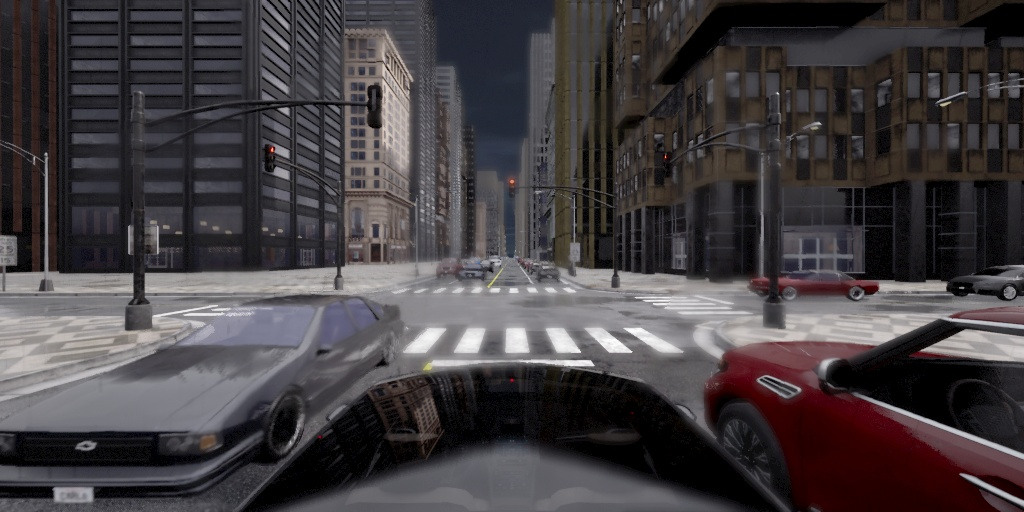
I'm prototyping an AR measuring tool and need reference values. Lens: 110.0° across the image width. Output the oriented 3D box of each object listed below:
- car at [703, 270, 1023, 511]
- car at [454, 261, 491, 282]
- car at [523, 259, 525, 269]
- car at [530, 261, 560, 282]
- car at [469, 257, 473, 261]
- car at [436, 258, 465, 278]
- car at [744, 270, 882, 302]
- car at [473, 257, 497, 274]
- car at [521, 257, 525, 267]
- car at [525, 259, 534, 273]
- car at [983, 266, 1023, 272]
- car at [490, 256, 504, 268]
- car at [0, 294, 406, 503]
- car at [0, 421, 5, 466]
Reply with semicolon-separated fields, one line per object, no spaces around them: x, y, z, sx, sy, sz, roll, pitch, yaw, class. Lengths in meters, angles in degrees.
2.762;1.065;1.202;2.192;1.841;5.009;0;0;0;car
-3.083;1.315;28.812;1.994;1.385;4.181;0;0;1;car
2.785;1.300;45.097;1.888;1.381;4.507;0;0;0;car
2.776;1.302;28.175;2.007;1.370;4.403;0;0;0;car
-5.743;1.193;39.452;1.967;1.591;4.097;0;0;0;car
-5.746;1.067;33.810;2.192;1.841;5.009;0;0;0;car
13.527;1.314;16.346;4.718;1.301;1.895;0;0;0;car
-3.076;1.232;41.535;1.882;1.535;5.008;0;0;0;car
2.790;1.199;56.378;1.967;1.591;4.097;0;0;0;car
2.782;1.304;39.456;2.007;1.370;4.403;0;0;0;car
22.961;1.197;16.388;4.892;1.490;1.837;0;0;0;car
-2.972;0.975;62.632;2.150;2.045;5.566;0;0;0;car
-3.099;1.297;5.193;2.033;1.411;5.357;0;0;0;car
-5.763;1.275;1.026;1.751;1.417;4.829;0;0;0;car
